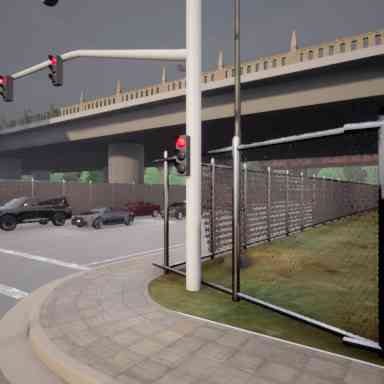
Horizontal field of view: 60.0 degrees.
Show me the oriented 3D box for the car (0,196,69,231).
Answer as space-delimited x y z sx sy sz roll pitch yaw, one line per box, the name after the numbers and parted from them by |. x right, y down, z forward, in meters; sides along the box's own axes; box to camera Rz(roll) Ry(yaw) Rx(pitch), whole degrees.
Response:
-10.587 1.277 21.633 2.150 2.045 5.566 0 0 36 | car

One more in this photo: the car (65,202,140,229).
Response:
-5.867 1.619 22.230 1.994 1.385 4.181 0 0 35 | car

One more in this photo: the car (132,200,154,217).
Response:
-4.912 1.533 29.636 1.882 1.535 5.008 0 0 35 | car
